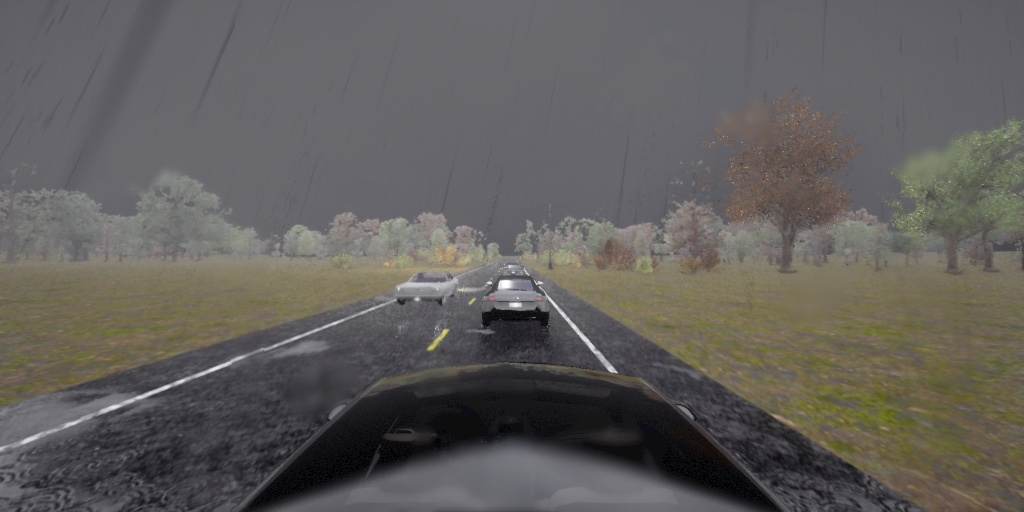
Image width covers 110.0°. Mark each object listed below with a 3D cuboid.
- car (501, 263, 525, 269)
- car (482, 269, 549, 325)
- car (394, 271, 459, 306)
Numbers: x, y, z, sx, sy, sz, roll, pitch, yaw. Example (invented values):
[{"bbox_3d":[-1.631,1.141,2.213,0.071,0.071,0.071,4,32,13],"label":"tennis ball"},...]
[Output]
[{"bbox_3d":[0.099,1.291,29.535,2.033,1.411,5.357,0,0,0],"label":"car"},{"bbox_3d":[0.099,1.311,11.832,1.994,1.385,4.181,0,0,0],"label":"car"},{"bbox_3d":[-3.598,1.347,15.855,1.895,1.301,4.718,0,0,0],"label":"car"}]
